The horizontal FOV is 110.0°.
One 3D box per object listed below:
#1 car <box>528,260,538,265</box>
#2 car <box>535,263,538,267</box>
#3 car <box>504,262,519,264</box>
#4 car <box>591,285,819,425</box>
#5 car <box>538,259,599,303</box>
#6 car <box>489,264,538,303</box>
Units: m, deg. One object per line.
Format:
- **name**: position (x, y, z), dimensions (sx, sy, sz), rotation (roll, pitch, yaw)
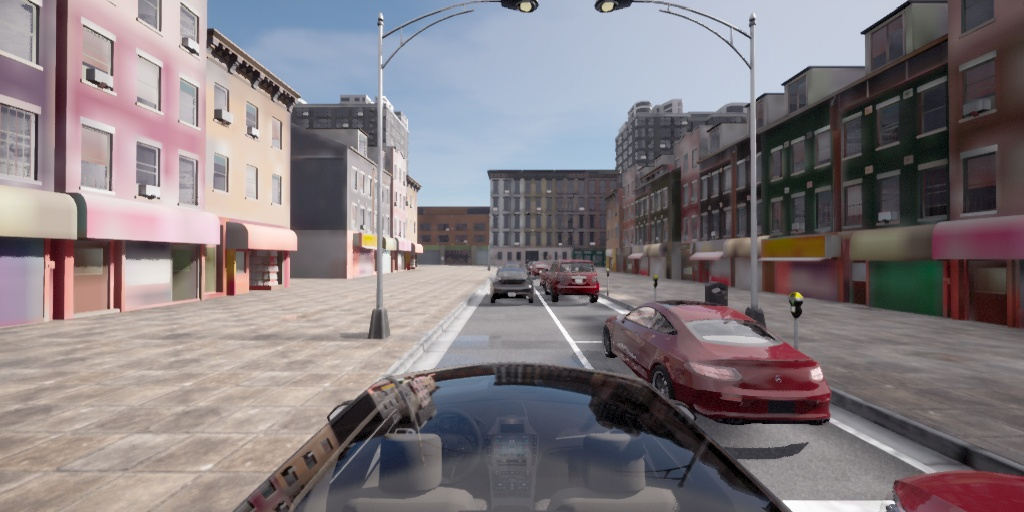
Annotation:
- **car**: position (2.639, 1.317, 33.106), dimensions (1.888, 1.381, 4.507), rotation (0, 0, 0)
- **car**: position (2.639, 1.305, 22.099), dimensions (1.888, 1.381, 4.507), rotation (0, 0, 0)
- **car**: position (0.000, 1.287, 31.501), dimensions (1.837, 1.490, 4.892), rotation (0, 0, 0)
- **car**: position (2.639, 1.332, 5.589), dimensions (1.802, 1.307, 4.207), rotation (0, 0, 0)
- **car**: position (2.639, 1.070, 16.595), dimensions (2.192, 1.841, 5.009), rotation (0, 0, 0)
- **car**: position (0.000, 1.273, 16.500), dimensions (1.837, 1.490, 4.892), rotation (0, 0, 0)
